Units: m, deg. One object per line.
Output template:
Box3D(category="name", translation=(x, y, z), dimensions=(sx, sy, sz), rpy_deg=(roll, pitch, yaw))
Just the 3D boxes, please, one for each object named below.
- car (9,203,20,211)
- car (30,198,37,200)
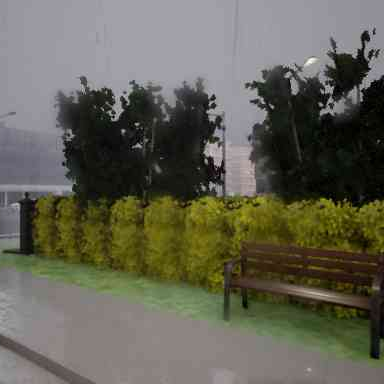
Box3D(category="car", translation=(-18.499, 1.467, 38.296), dimensions=(1.812, 1.442, 4.674), rpy_deg=(0, 0, 33))
Box3D(category="car", translation=(-15.778, 1.505, 36.058), dimensions=(1.994, 1.385, 4.181), rpy_deg=(0, 0, 35))
